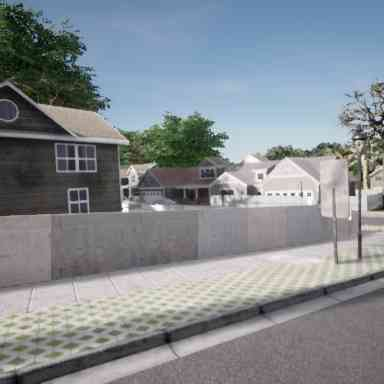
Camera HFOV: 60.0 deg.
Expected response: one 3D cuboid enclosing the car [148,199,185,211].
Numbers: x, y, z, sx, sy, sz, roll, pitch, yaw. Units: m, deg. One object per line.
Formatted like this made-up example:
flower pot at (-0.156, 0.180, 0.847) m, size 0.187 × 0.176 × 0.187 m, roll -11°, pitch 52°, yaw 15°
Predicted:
car at (-2.914, 1.580, 37.519) m, size 5.008 × 1.535 × 1.882 m, roll 0°, pitch 3°, yaw 44°
